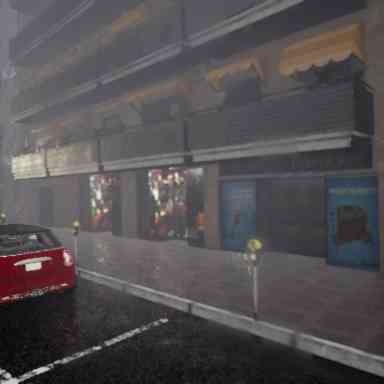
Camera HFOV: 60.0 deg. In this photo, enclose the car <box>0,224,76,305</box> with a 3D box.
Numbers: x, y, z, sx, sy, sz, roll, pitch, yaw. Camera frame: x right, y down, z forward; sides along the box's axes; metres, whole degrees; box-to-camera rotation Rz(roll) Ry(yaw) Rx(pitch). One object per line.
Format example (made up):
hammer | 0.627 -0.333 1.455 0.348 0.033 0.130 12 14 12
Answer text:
car | -4.417 1.456 7.638 4.097 1.590 1.967 -1 1 43
